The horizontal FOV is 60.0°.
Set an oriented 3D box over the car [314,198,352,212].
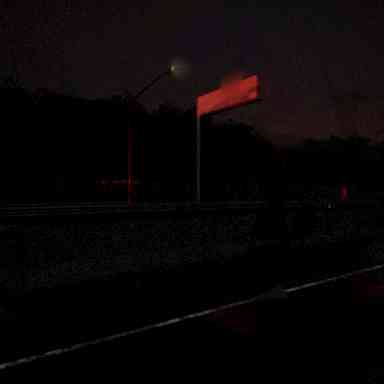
[{"bbox_3d":[15.464,1.476,36.467,4.553,1.767,2.097,0,0,-35],"label":"car"}]
